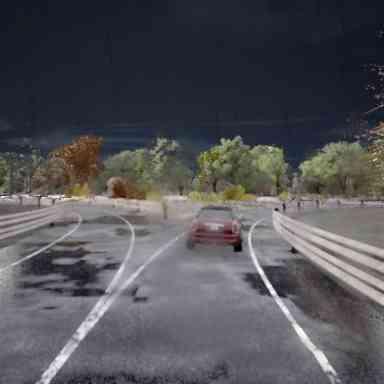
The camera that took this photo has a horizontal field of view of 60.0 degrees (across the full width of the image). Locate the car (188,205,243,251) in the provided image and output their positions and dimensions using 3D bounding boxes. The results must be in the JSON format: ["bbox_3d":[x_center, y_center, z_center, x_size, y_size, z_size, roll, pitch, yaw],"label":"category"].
[{"bbox_3d":[1.133,1.400,14.658,2.097,1.767,4.553,2,0,8],"label":"car"}]

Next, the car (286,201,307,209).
[{"bbox_3d":[17.196,2.098,54.540,1.895,1.301,4.718,0,-1,40],"label":"car"}]
